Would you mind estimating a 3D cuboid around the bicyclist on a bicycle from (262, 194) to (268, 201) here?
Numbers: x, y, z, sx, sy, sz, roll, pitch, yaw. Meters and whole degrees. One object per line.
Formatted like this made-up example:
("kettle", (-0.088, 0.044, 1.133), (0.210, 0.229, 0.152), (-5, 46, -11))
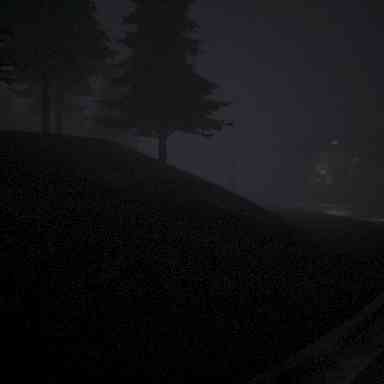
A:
("bicyclist on a bicycle", (17.462, 1.297, 79.652), (1.656, 1.620, 0.582), (0, 0, -29))
